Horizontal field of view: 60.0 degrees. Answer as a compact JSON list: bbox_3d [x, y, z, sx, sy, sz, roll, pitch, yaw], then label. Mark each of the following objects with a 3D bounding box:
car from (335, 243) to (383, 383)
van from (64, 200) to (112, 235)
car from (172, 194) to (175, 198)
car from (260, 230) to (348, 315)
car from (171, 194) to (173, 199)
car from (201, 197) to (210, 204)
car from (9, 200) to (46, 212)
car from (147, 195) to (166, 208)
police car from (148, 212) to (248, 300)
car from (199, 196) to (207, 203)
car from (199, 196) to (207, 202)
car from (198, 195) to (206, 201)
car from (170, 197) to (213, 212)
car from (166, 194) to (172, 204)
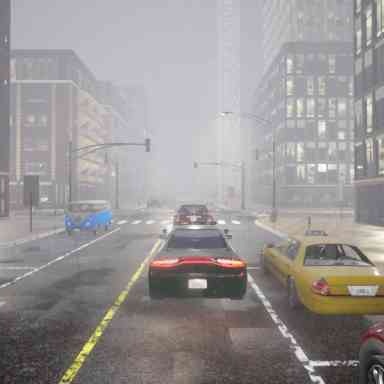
[{"bbox_3d":[2.706,1.441,1.883,1.967,1.590,4.097,1,0,0],"label":"car"},{"bbox_3d":[-5.660,1.358,18.453,1.690,1.788,3.998,1,0,0],"label":"van"},{"bbox_3d":[-5.688,1.647,79.172,1.967,1.590,4.097,0,0,0],"label":"car"},{"bbox_3d":[2.707,1.529,7.577,1.752,1.417,4.829,1,0,0],"label":"car"},{"bbox_3d":[-5.688,1.761,73.508,1.802,1.307,4.206,0,0,0],"label":"car"},{"bbox_3d":[2.693,1.680,68.017,1.752,1.417,4.829,0,0,0],"label":"car"},{"bbox_3d":[-19.056,1.538,37.861,4.507,1.381,1.887,0,-1,0],"label":"car"},{"bbox_3d":[-5.684,1.408,50.859,2.192,1.841,5.009,0,0,0],"label":"car"},{"bbox_3d":[0.102,1.509,8.506,2.038,1.542,4.974,0,0,0],"label":"police car"},{"bbox_3d":[2.692,1.733,79.342,1.752,1.417,4.829,0,0,0],"label":"car"},{"bbox_3d":[2.691,1.802,84.835,1.947,1.339,4.313,0,0,0],"label":"car"},{"bbox_3d":[2.692,1.705,90.499,1.967,1.590,4.097,0,0,0],"label":"car"},{"bbox_3d":[0.085,1.369,18.616,2.097,1.767,4.553,0,0,0],"label":"car"},{"bbox_3d":[-5.688,1.720,67.846,1.947,1.339,4.313,0,0,0],"label":"car"}]
